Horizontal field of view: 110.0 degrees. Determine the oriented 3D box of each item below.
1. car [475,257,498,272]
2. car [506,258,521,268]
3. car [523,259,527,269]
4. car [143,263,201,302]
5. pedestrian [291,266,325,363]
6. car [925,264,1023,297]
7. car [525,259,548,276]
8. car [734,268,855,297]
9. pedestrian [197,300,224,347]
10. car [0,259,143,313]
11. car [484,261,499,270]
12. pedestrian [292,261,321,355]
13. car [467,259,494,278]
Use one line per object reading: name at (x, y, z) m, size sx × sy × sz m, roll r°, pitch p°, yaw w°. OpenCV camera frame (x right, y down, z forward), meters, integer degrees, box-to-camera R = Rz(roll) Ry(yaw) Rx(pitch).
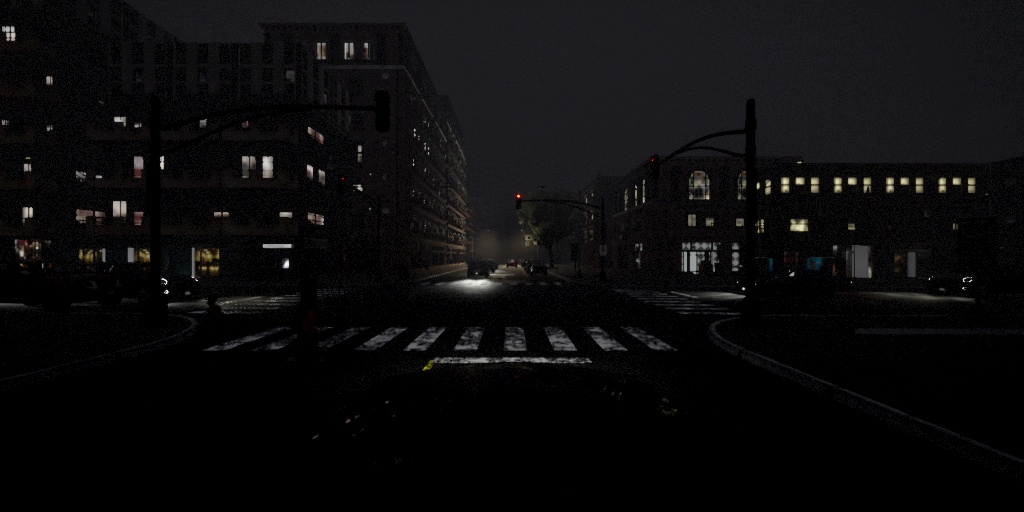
car at (-3.104, 1.269, 44.467) m, size 1.882 × 1.535 × 5.008 m, roll 0°, pitch 0°, yaw 0°
car at (-0.013, 1.319, 63.216) m, size 2.128 × 1.511 × 4.902 m, roll 0°, pitch 0°, yaw 0°
car at (2.682, 1.228, 42.557) m, size 1.967 × 1.591 × 4.097 m, roll 0°, pitch 0°, yaw 0°
car at (-16.530, 1.053, 15.753) m, size 4.553 × 1.767 × 2.097 m, roll 0°, pitch 0°, yaw -1°
pedestrian at (-3.767, 1.044, 6.682) m, size 0.375 × 1.860 × 0.375 m, roll 0°, pitch 0°, yaw 0°
car at (25.298, 1.222, 19.236) m, size 4.553 × 1.767 × 2.097 m, roll 0°, pitch 0°, yaw 0°
car at (2.683, 1.330, 36.860) m, size 2.007 × 1.370 × 4.403 m, roll 0°, pitch 0°, yaw 0°
car at (15.020, 1.372, 19.163) m, size 5.357 × 1.411 × 2.033 m, roll 0°, pitch 0°, yaw 0°
pedestrian at (-6.553, 1.044, 7.916) m, size 0.375 × 1.860 × 0.375 m, roll 0°, pitch 0°, yaw 0°
car at (-17.279, 1.013, 13.137) m, size 5.009 × 1.841 × 2.192 m, roll 0°, pitch 0°, yaw 0°
car at (-3.101, 1.410, 54.820) m, size 1.895 × 1.301 × 4.718 m, roll 0°, pitch 0°, yaw 0°
pedestrian at (-4.190, 1.044, 7.324) m, size 0.375 × 1.860 × 0.375 m, roll 0°, pitch 0°, yaw 0°
car at (-3.101, 1.267, 33.977) m, size 2.128 × 1.511 × 4.902 m, roll 0°, pitch 0°, yaw 0°
